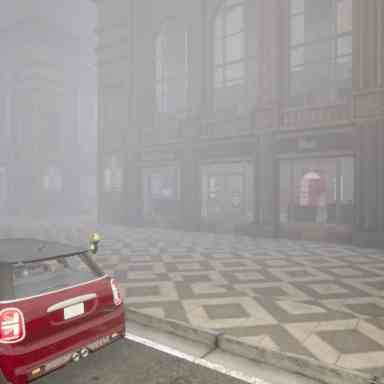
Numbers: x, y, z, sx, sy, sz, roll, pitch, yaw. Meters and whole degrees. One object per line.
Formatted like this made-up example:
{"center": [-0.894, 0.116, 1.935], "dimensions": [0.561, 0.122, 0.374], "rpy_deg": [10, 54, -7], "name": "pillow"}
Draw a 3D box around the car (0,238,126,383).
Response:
{"center": [-2.983, 1.440, 5.092], "dimensions": [4.097, 1.590, 1.967], "rpy_deg": [0, 0, 36], "name": "car"}
